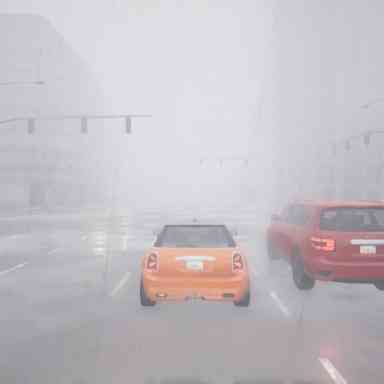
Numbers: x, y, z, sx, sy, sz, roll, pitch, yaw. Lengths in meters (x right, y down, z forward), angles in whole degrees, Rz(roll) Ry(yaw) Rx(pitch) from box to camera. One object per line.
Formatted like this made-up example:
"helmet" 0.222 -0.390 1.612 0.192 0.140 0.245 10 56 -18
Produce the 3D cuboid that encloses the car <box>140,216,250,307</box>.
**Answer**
"car" 0.075 1.349 8.154 2.097 1.767 4.553 0 0 1

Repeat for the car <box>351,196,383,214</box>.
"car" 19.658 1.341 35.323 4.553 1.767 2.097 0 0 1

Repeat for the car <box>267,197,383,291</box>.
"car" 3.554 1.219 9.174 2.150 2.045 5.566 0 0 3
